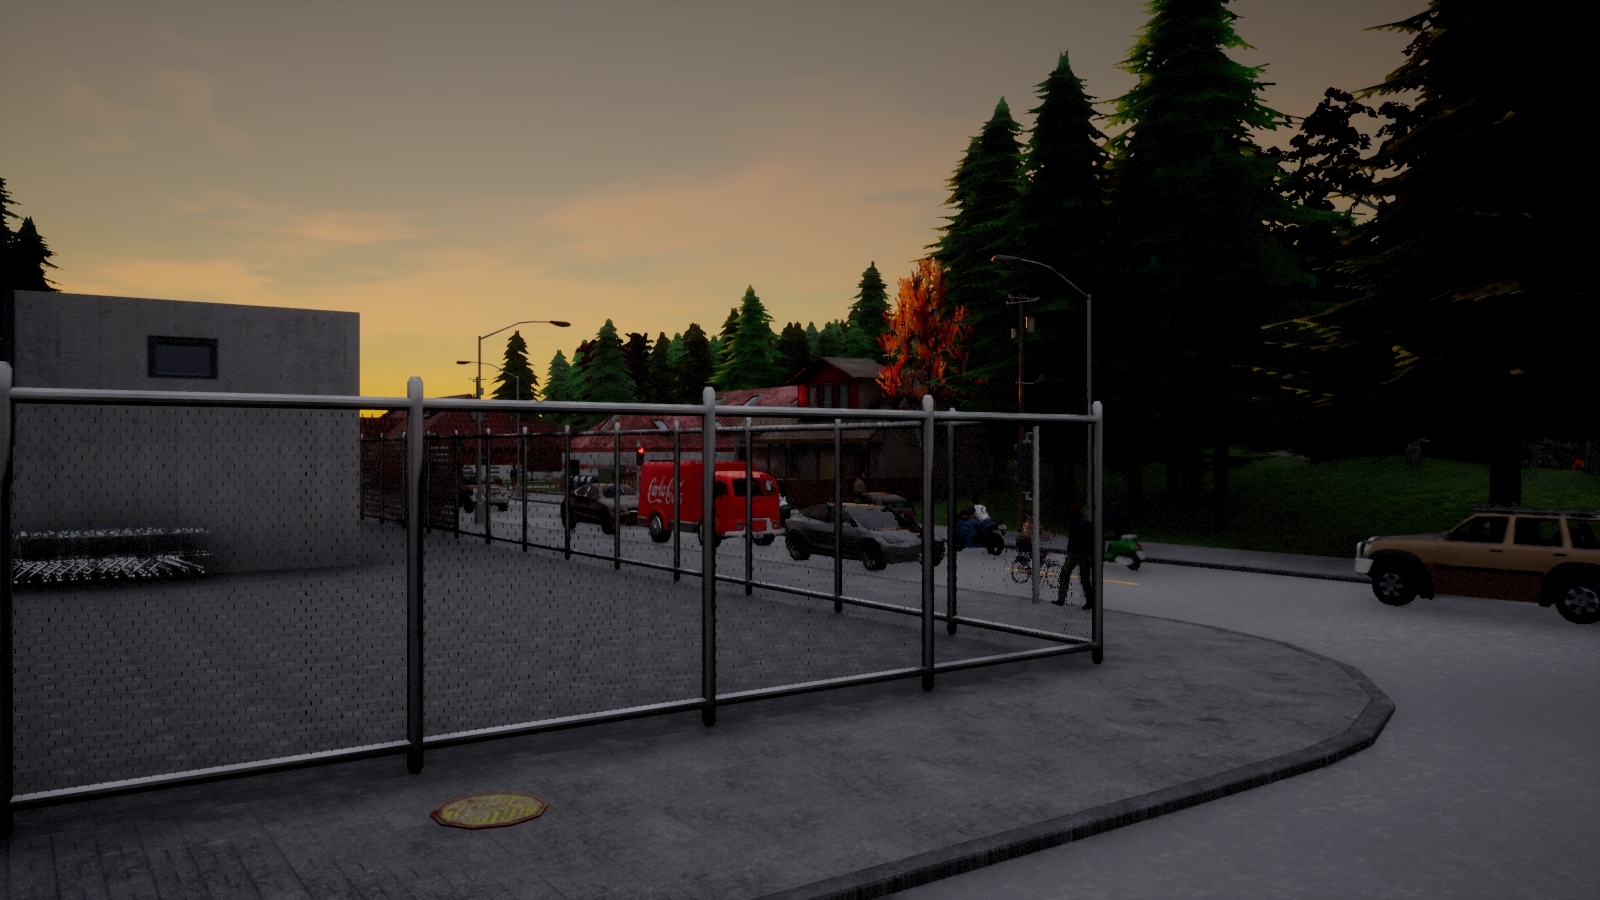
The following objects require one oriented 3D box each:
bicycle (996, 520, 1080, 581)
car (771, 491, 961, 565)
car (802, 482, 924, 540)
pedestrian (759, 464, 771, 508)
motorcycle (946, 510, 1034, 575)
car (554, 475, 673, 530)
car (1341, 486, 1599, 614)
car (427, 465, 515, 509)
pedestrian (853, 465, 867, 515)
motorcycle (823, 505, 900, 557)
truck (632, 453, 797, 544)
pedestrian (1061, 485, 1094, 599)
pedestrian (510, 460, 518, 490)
[{"bbox_3d":[4.862,2.034,23.374,0.859,1.080,1.487,0,1,-35],"label":"bicycle"},{"bbox_3d":[1.516,1.840,28.183,2.163,1.488,4.792,0,0,-35],"label":"car"},{"bbox_3d":[1.867,1.802,34.631,1.789,1.549,3.705,0,0,-35],"label":"car"},{"bbox_3d":[-1.494,1.520,48.823,0.375,1.860,0.375,0,0,-34],"label":"pedestrian"},{"bbox_3d":[4.066,1.959,24.546,0.856,1.236,1.805,0,0,-35],"label":"motorcycle"},{"bbox_3d":[-6.576,1.769,39.829,2.152,1.651,5.027,0,0,-35],"label":"car"},{"bbox_3d":[12.163,1.641,19.869,1.932,1.855,4.605,0,0,-42],"label":"car"},{"bbox_3d":[-14.931,1.641,51.770,1.932,1.855,4.605,0,0,-44],"label":"car"},{"bbox_3d":[2.277,1.521,43.390,0.375,1.860,0.375,0,0,-33],"label":"pedestrian"},{"bbox_3d":[1.511,1.990,28.455,0.803,1.145,2.033,0,0,-36],"label":"motorcycle"},{"bbox_3d":[-2.653,1.344,34.158,2.627,2.467,5.204,0,0,-35],"label":"truck"},{"bbox_3d":[4.607,1.515,18.958,0.375,1.860,0.375,0,0,-30],"label":"pedestrian"},{"bbox_3d":[-17.346,1.519,69.353,0.375,1.860,0.375,0,0,7],"label":"pedestrian"}]
